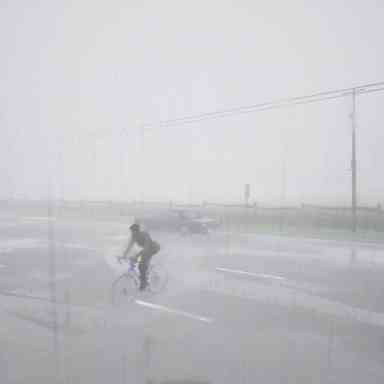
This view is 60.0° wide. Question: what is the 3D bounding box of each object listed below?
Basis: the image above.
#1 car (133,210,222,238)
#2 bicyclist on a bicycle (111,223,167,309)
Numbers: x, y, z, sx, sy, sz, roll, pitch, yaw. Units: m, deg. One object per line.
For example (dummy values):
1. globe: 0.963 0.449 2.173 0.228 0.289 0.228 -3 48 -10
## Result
1. car: -0.915 1.601 17.514 4.718 1.301 1.895 0 0 36
2. bicyclist on a bicycle: -1.048 1.455 6.882 0.582 1.620 1.656 0 2 35
